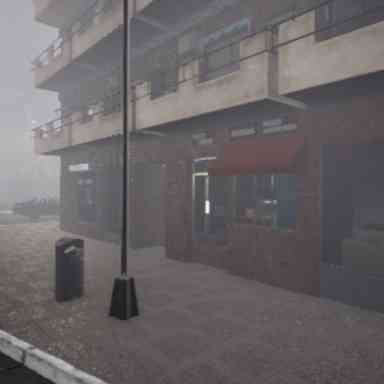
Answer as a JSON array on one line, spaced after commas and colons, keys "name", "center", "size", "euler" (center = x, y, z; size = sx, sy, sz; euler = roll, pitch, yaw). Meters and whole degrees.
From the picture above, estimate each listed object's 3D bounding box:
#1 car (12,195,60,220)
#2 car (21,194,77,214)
[{"name": "car", "center": [-10.044, 1.114, 23.742], "size": [4.902, 1.511, 2.128], "euler": [0, 1, -41]}, {"name": "car", "center": [-12.470, 0.998, 29.180], "size": [4.097, 1.590, 1.967], "euler": [0, 1, -41]}]
